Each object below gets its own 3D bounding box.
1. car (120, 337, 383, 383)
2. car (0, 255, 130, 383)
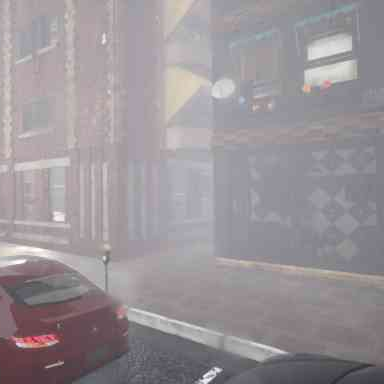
[{"bbox_3d":[1.909,1.566,1.487,4.313,1.339,1.947,0,-1,35],"label":"car"},{"bbox_3d":[-2.703,1.583,4.762,4.206,1.307,1.802,0,-1,35],"label":"car"}]
